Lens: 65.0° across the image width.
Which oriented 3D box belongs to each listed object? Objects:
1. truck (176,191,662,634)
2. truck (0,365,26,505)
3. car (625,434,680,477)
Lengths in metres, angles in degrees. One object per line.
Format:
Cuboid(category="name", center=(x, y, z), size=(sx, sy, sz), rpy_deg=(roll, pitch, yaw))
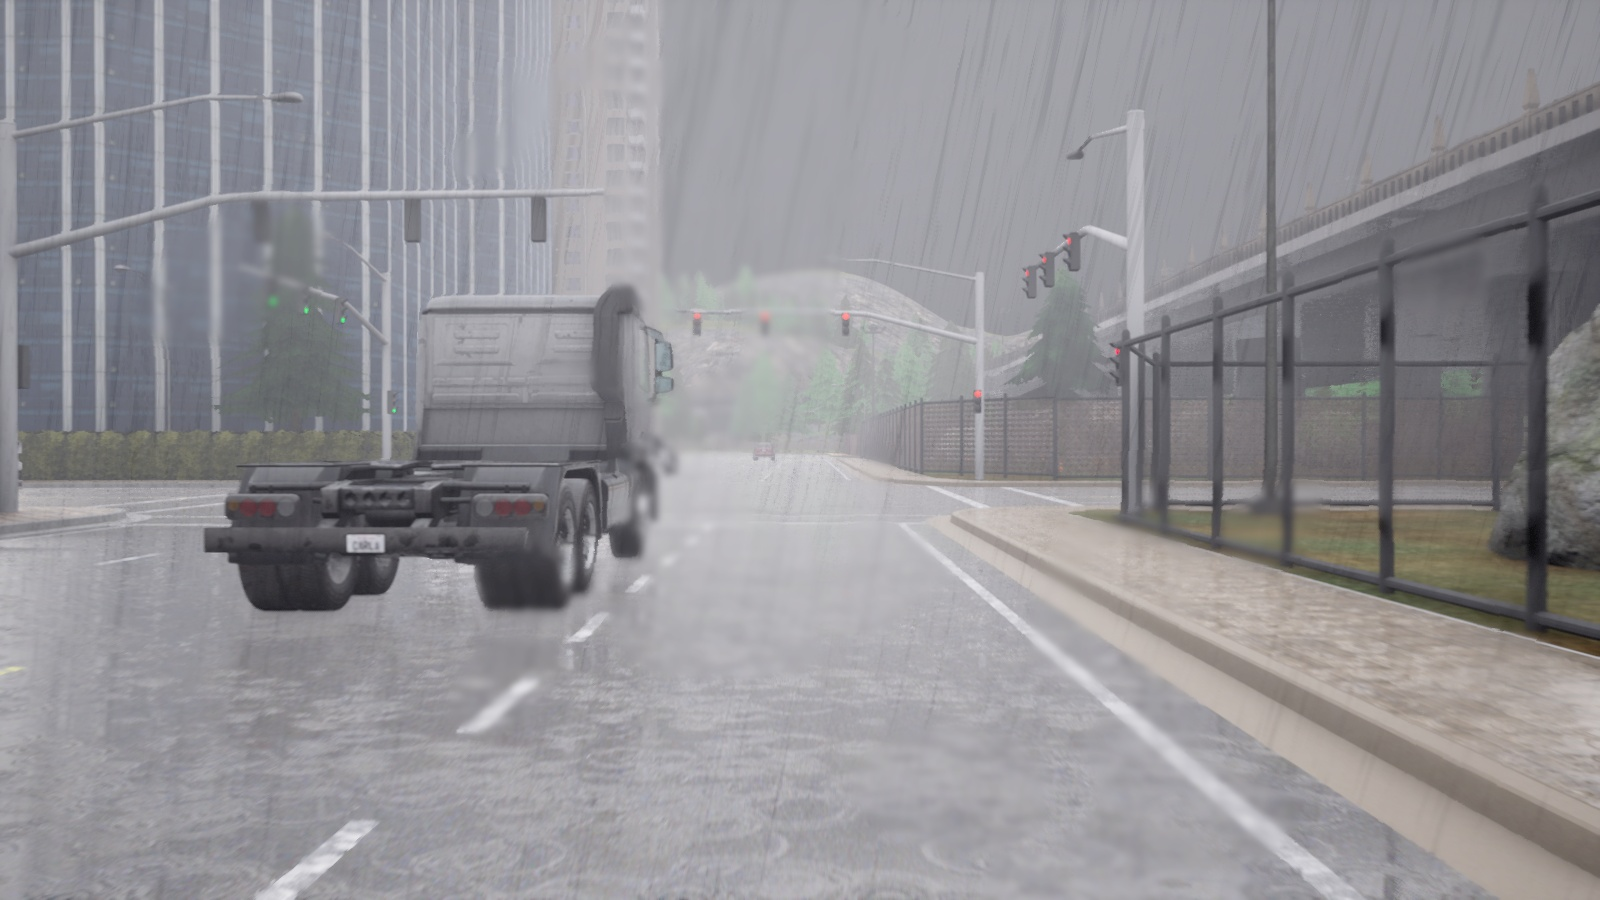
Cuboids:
Cuboid(category="truck", center=(-3.419, -0.316, 13.797), size=(2.891, 3.462, 7.936), rpy_deg=(0, 0, 0))
Cuboid(category="truck", center=(-23.662, -0.371, 30.510), size=(7.936, 3.462, 2.891), rpy_deg=(0, 0, 0))
Cuboid(category="car", center=(-6.714, 0.234, 57.422), size=(1.932, 1.855, 4.605), rpy_deg=(0, 0, 0))
